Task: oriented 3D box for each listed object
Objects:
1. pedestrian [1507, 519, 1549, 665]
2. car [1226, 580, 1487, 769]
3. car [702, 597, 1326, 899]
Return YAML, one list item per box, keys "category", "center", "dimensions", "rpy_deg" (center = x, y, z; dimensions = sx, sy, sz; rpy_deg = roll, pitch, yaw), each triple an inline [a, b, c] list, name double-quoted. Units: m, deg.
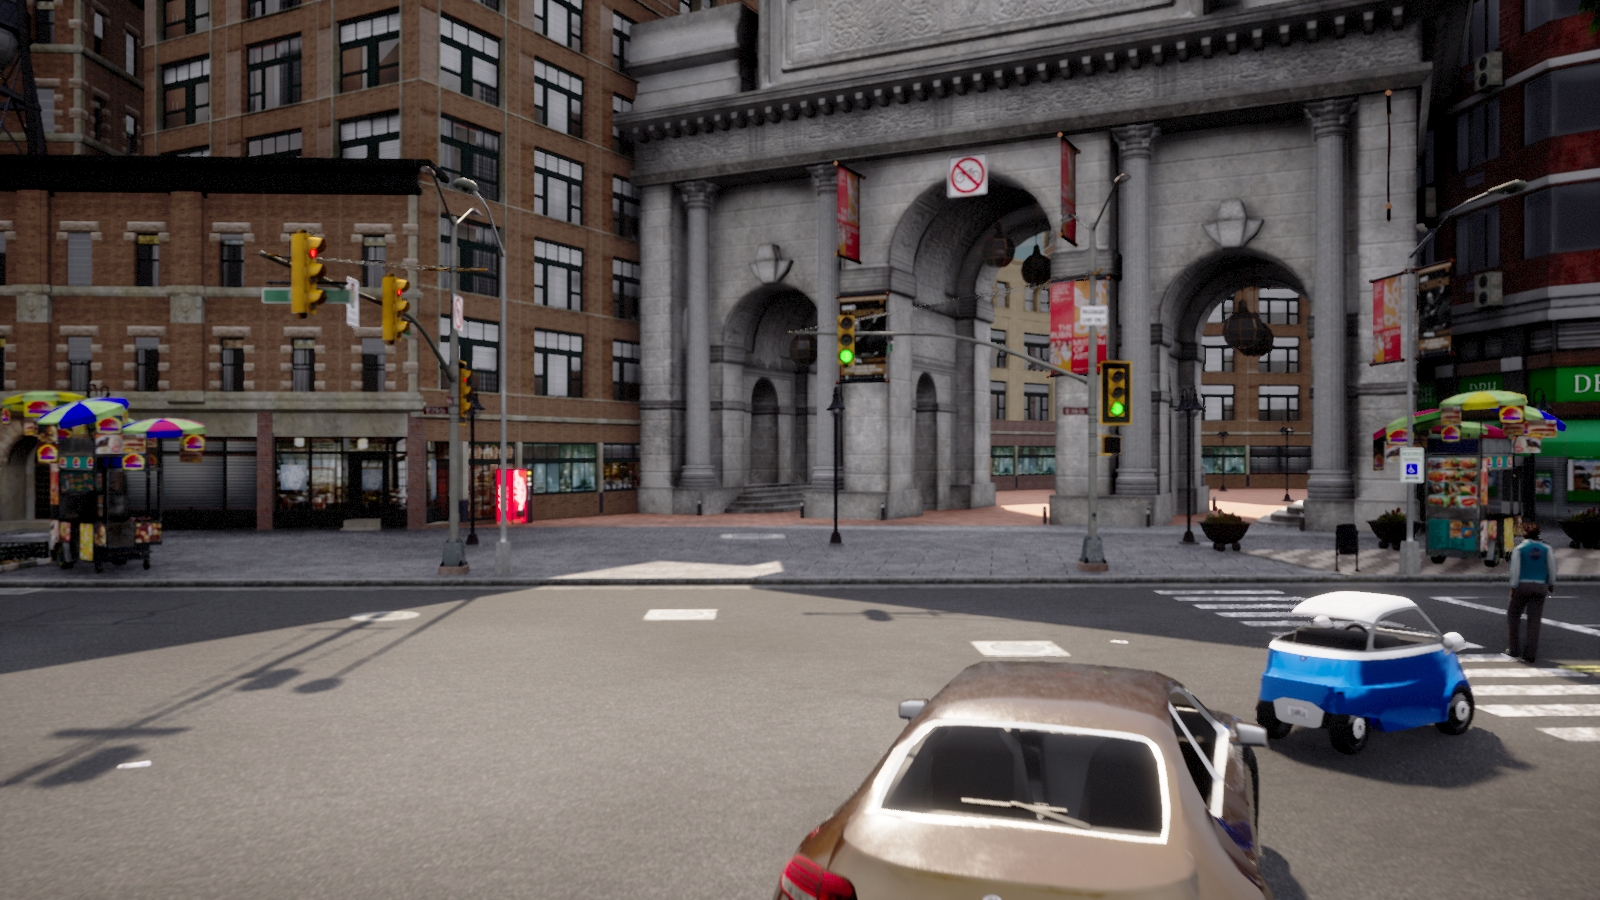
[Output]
- category: "pedestrian"
  center: [9.562, 1.849, 15.017]
  dimensions: [0.375, 1.860, 0.375]
  rpy_deg: [0, 0, 18]
- category: "car"
  center: [5.516, 2.121, 11.313]
  dimensions: [2.207, 1.376, 1.481]
  rpy_deg: [0, 0, -37]
- category: "car"
  center: [1.469, 1.992, 6.339]
  dimensions: [2.152, 1.651, 5.027]
  rpy_deg: [0, 0, 19]
